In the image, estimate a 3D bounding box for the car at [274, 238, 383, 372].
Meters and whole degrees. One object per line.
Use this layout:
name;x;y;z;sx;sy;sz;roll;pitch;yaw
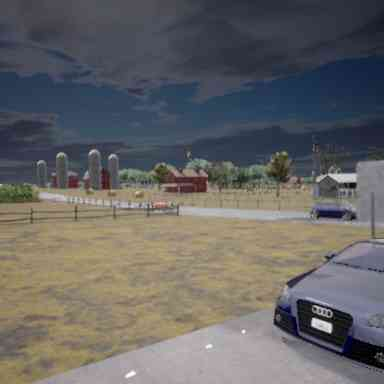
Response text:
car;3.278;1.503;5.421;4.181;1.385;1.994;-1;0;-36

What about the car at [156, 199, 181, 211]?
car;-3.599;1.843;49.613;2.097;1.767;4.553;-2;1;-35

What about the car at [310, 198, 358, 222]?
car;12.070;1.407;27.321;2.097;1.767;4.553;-2;0;-32
